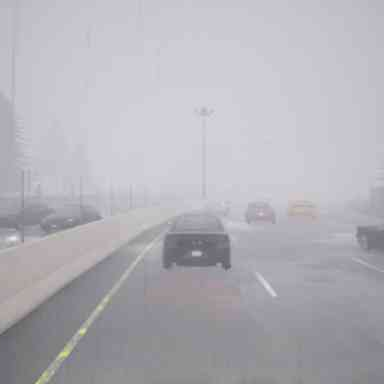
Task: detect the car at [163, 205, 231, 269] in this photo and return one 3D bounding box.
[{"bbox_3d":[0.188,1.403,10.940,1.882,1.535,5.008,0,0,2],"label":"car"}]

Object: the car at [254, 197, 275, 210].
[{"bbox_3d":[8.778,1.331,39.936,1.895,1.301,4.718,0,0,19],"label":"car"}]

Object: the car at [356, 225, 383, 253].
[{"bbox_3d":[7.165,1.528,10.649,1.895,1.301,4.718,0,0,1],"label":"car"}]

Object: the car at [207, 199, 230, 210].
[{"bbox_3d":[2.249,1.327,29.276,1.812,1.442,4.674,0,0,11],"label":"car"}]

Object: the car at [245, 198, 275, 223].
[{"bbox_3d":[4.845,1.402,23.908,1.994,1.385,4.181,0,0,9],"label":"car"}]

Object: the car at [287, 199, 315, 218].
[{"bbox_3d":[9.164,1.287,28.174,1.882,1.535,5.008,0,0,12],"label":"car"}]
